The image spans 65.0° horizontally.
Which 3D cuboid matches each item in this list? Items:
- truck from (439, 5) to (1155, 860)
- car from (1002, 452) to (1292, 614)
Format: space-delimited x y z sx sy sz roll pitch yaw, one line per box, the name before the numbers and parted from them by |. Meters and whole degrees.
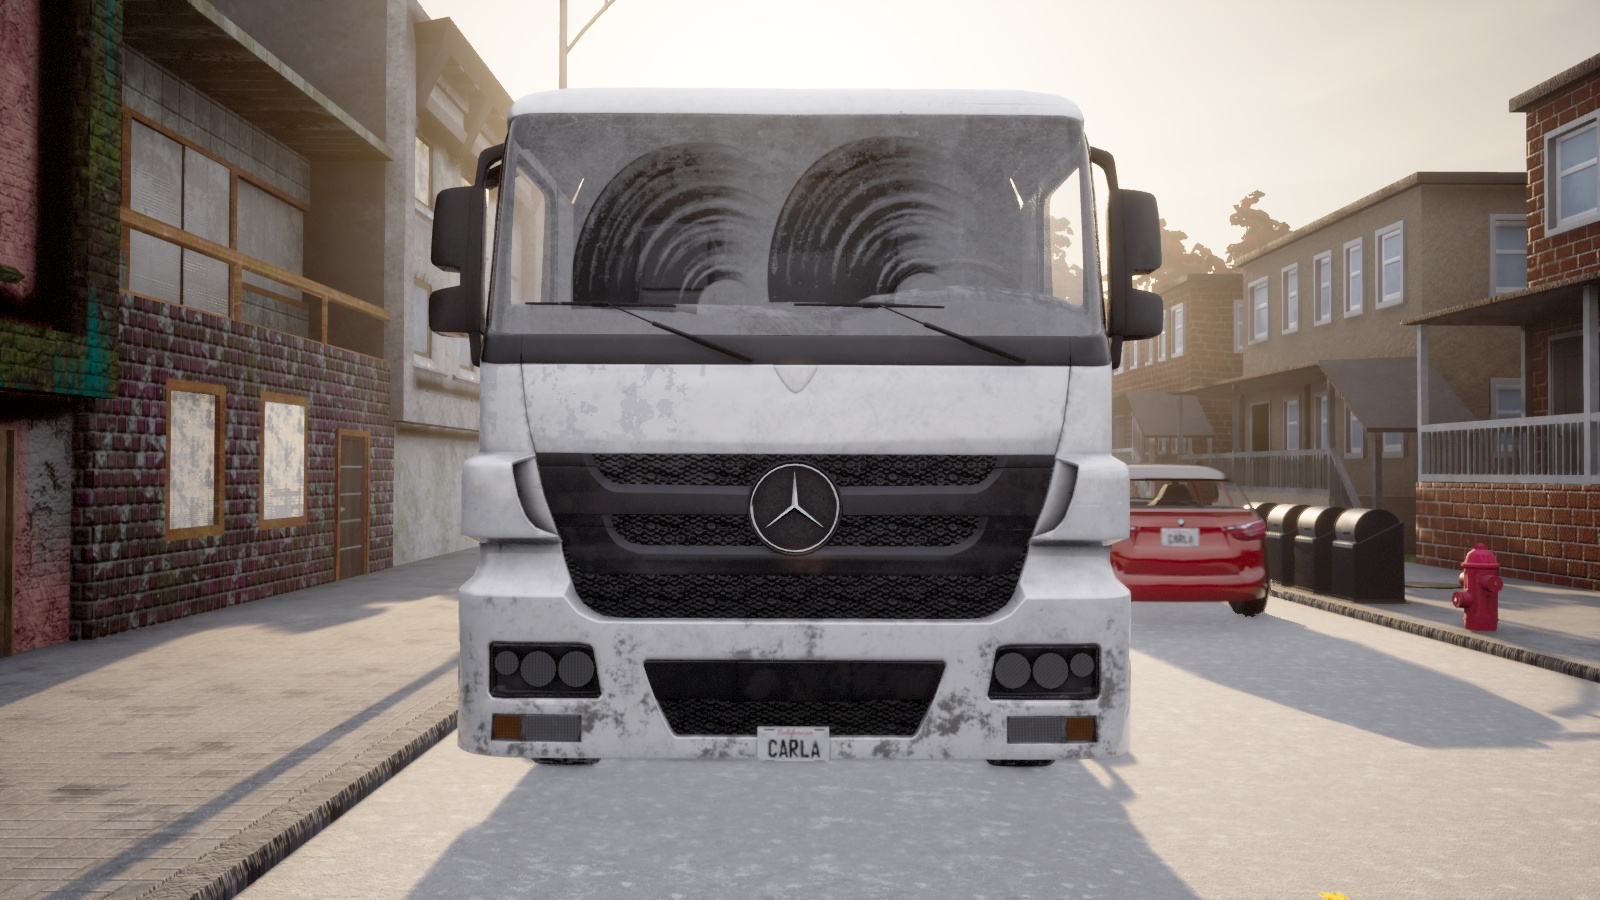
truck | -0.025 -0.015 9.072 2.891 3.462 7.936 0 -1 0
car | 3.962 0.899 15.304 2.242 1.667 4.611 0 -1 0
